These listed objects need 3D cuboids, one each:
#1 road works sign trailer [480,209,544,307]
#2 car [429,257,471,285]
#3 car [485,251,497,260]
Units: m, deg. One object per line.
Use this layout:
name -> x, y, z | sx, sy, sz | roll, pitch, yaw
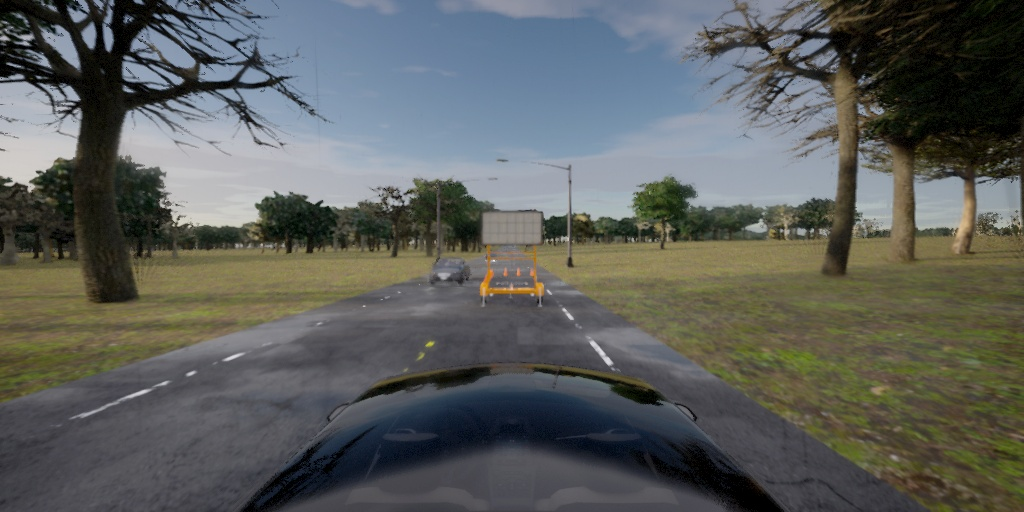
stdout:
road works sign trailer -> -0.001, -0.020, 14.115 | 2.380, 3.560, 2.880 | 0, 0, 0
car -> -3.590, 0.852, 21.382 | 2.128, 1.511, 4.902 | 0, 1, 0
car -> -3.523, -0.081, 62.175 | 2.033, 1.411, 5.357 | 0, 2, 1
